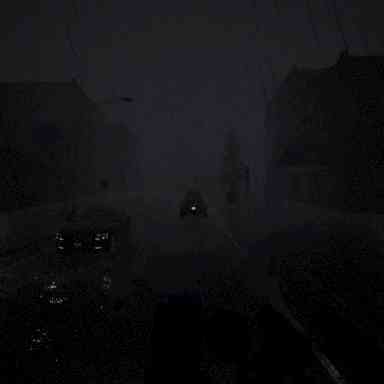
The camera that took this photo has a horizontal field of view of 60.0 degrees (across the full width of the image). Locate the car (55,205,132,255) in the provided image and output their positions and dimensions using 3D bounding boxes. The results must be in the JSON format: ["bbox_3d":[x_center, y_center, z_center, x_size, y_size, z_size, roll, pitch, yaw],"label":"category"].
[{"bbox_3d":[-3.598,1.326,12.941,1.882,1.535,5.008,0,1,0],"label":"car"}]

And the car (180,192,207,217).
[{"bbox_3d":[0.104,1.006,24.904,1.994,1.385,4.181,0,2,0],"label":"car"}]

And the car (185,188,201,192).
[{"bbox_3d":[0.106,0.177,42.817,1.882,1.535,5.008,0,2,0],"label":"car"}]
